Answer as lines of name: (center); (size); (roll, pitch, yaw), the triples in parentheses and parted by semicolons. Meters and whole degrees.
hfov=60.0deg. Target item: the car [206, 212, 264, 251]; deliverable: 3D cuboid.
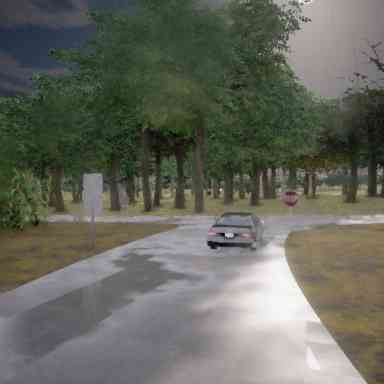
car: (1.968, 1.555, 14.075); (2.033, 1.411, 5.357); (0, 0, 16)
